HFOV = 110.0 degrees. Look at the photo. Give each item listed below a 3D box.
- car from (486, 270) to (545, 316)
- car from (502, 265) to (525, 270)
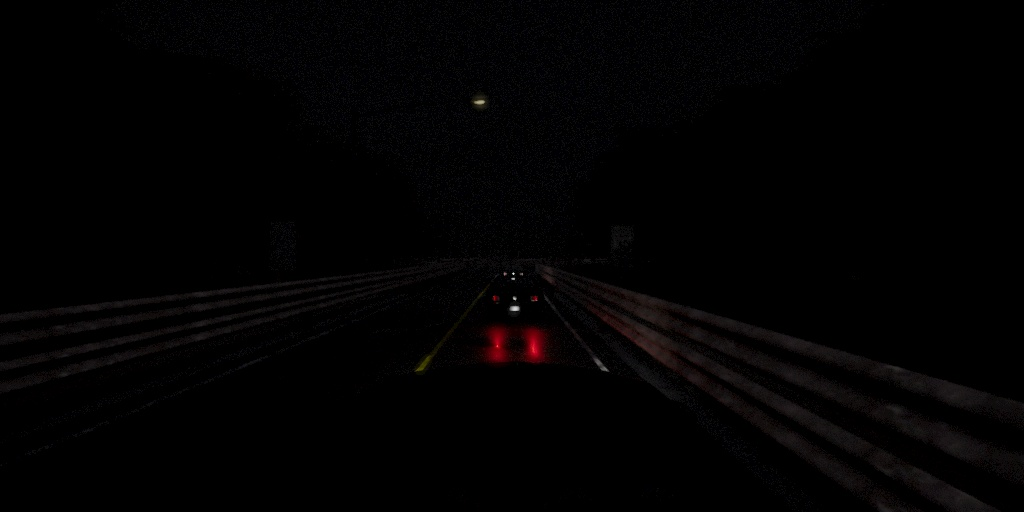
[{"bbox_3d":[0.101,1.365,13.499,1.895,1.301,4.718,0,0,0],"label":"car"},{"bbox_3d":[0.123,1.384,29.029,1.895,1.301,4.718,0,0,0],"label":"car"}]
